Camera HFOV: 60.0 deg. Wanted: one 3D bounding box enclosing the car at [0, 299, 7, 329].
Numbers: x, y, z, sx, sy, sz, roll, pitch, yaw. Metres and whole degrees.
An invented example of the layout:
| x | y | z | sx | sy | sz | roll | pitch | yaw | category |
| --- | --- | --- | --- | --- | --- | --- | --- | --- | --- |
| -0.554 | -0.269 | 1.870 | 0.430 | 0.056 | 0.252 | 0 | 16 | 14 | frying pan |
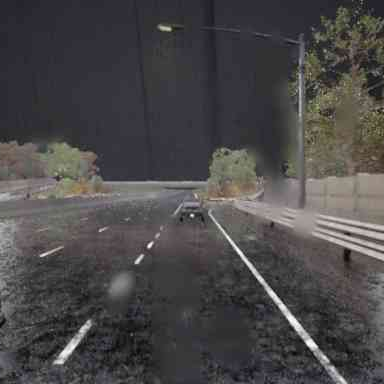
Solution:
| x | y | z | sx | sy | sz | roll | pitch | yaw | category |
| --- | --- | --- | --- | --- | --- | --- | --- | --- | --- |
| -3.400 | 1.597 | 2.293 | 1.895 | 1.301 | 4.718 | 0 | 0 | 0 | car |

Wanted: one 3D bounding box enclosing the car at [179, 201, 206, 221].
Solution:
| x | y | z | sx | sy | sz | roll | pitch | yaw | category |
| --- | --- | --- | --- | --- | --- | --- | --- | --- | --- |
| 0.016 | 1.463 | 26.857 | 1.837 | 1.490 | 4.892 | 0 | 0 | 0 | car |
